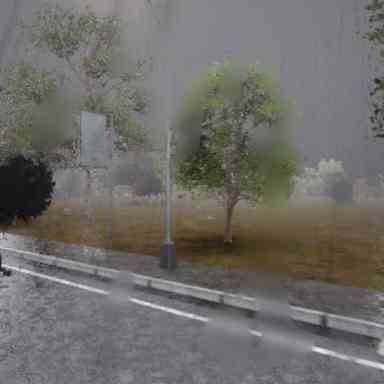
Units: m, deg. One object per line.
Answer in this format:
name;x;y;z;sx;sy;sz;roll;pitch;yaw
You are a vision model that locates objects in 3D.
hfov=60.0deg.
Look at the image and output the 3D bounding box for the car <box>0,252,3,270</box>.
car;-7.014;1.565;9.105;4.181;1.385;1.994;0;0;36
